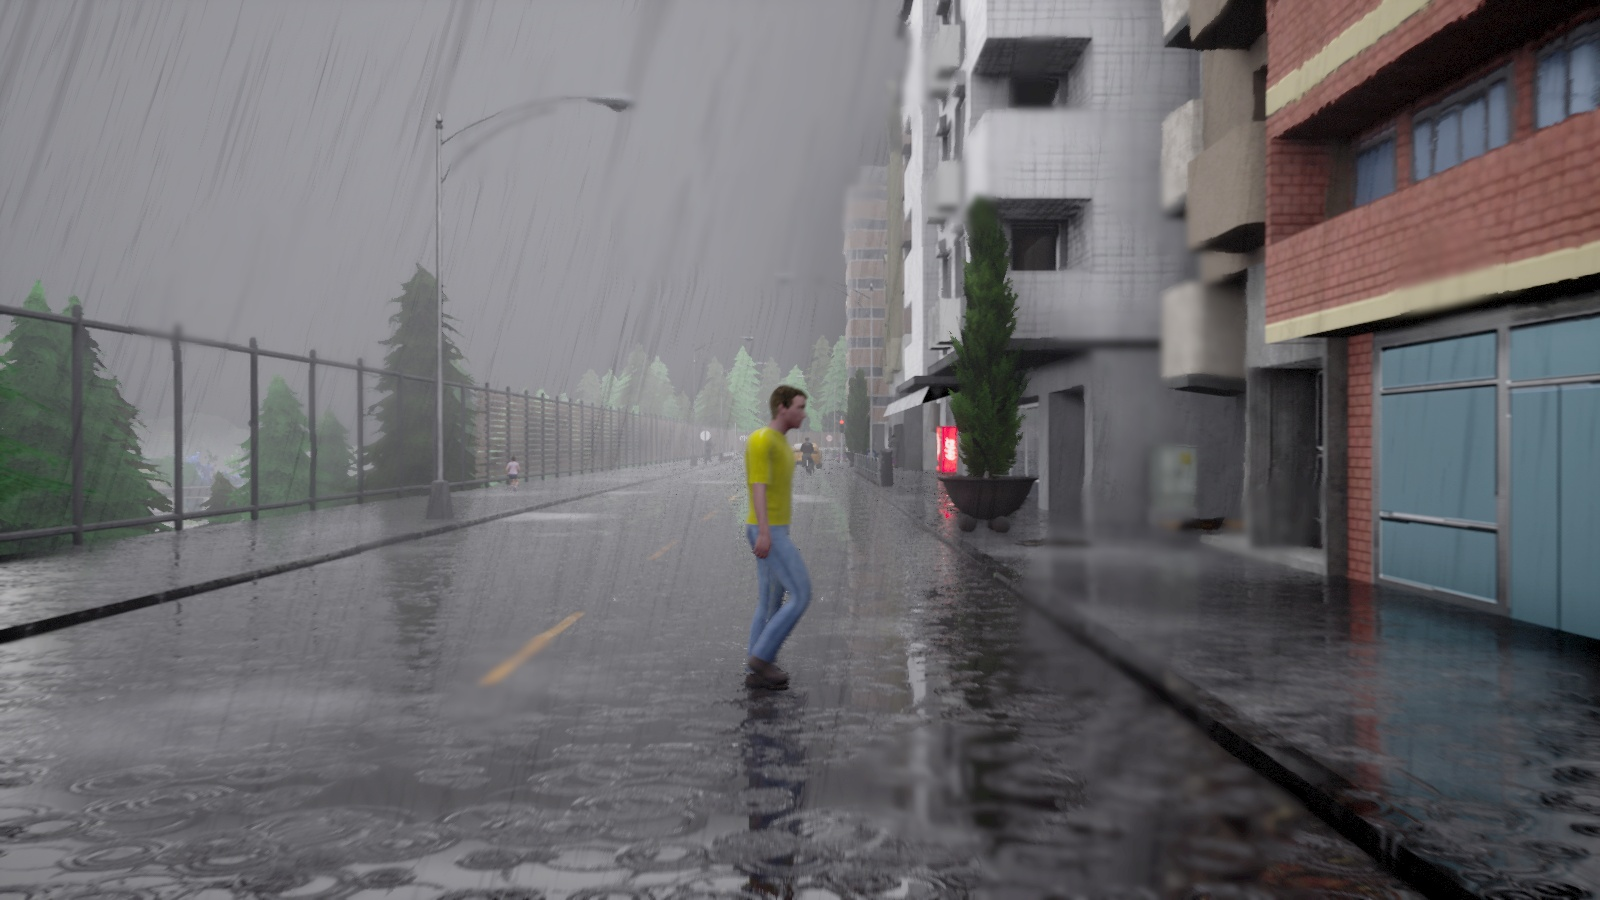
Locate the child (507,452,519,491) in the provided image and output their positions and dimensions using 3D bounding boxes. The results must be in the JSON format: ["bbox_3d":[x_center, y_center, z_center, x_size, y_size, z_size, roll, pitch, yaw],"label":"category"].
[{"bbox_3d":[-8.232,0.627,36.008,0.255,1.110,0.394,0,0,1],"label":"child"}]

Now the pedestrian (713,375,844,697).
[{"bbox_3d":[-0.121,0.488,7.406,0.706,1.836,0.354,0,0,13],"label":"pedestrian"}]

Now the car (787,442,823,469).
[{"bbox_3d":[0.325,0.305,74.370,1.882,1.535,5.008,0,0,3],"label":"car"}]

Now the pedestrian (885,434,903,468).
[{"bbox_3d":[5.323,0.059,71.047,0.659,1.952,0.873,0,0,-26],"label":"pedestrian"}]
